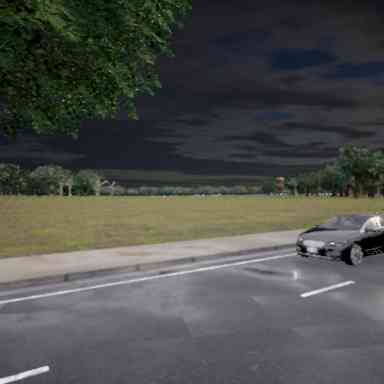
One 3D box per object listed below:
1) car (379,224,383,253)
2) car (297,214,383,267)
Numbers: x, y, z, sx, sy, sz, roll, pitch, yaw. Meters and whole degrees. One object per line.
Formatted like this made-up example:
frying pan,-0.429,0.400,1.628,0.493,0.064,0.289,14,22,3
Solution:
car,7.519,1.596,9.052,5.357,1.411,2.033,0,0,-35
car,5.721,1.541,11.759,4.902,1.511,2.128,0,0,-36
